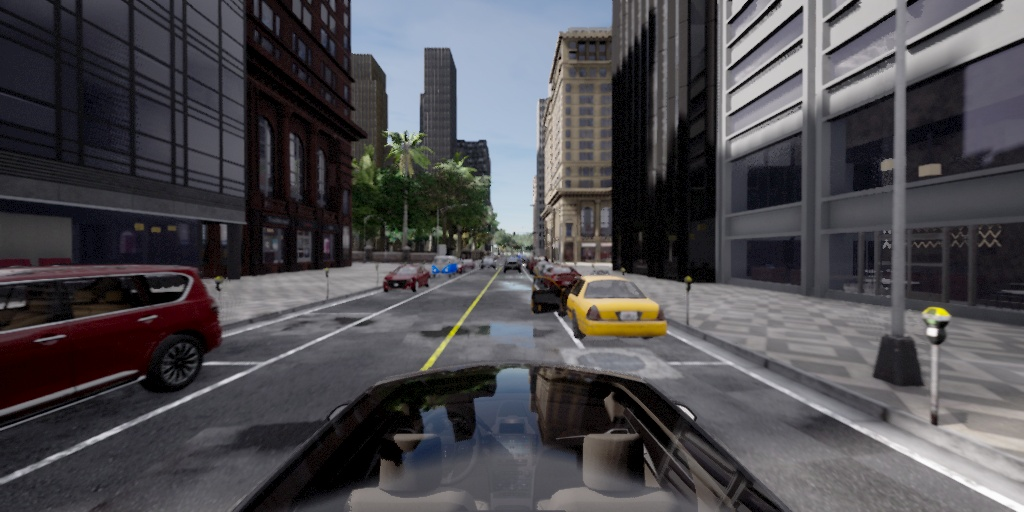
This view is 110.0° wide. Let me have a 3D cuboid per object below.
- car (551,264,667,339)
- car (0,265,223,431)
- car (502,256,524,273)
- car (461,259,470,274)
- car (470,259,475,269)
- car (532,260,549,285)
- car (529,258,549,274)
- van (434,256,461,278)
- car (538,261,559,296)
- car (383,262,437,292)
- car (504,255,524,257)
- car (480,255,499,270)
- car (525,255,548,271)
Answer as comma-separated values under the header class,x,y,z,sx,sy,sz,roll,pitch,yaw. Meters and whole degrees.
class,x,y,z,sx,sy,sz,roll,pitch,yaw
car,2.343,1.156,9.762,1.801,1.575,5.366,0,0,0
car,-5.765,1.051,3.879,2.192,1.841,5.009,0,0,0
car,0.038,1.030,38.941,1.837,1.490,4.892,0,0,0
car,-5.796,0.982,36.435,1.967,1.591,4.097,0,0,0
car,-5.807,1.058,47.287,1.802,1.307,4.207,0,0,0
car,2.740,1.157,25.576,2.007,1.370,4.403,0,0,0
car,2.734,1.100,31.172,1.751,1.417,4.829,0,0,0
van,-5.791,0.916,31.008,1.690,1.789,3.998,0,0,0
car,2.744,1.183,20.152,1.888,1.381,4.507,0,0,0
car,-5.780,1.184,20.156,1.888,1.381,4.507,0,0,0
car,0.431,0.930,51.321,1.882,1.535,5.008,0,0,8
car,-3.055,1.003,47.156,1.812,1.442,4.674,0,0,0
car,2.729,0.857,36.427,2.192,1.841,5.009,0,0,0
